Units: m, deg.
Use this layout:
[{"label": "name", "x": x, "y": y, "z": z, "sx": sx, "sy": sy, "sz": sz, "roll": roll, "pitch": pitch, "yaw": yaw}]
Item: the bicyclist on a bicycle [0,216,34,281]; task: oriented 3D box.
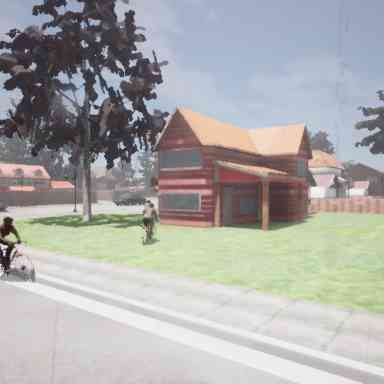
[{"label": "bicyclist on a bicycle", "x": -4.642, "y": 1.435, "z": 8.405, "sx": 1.656, "sy": 1.620, "sz": 0.582, "roll": -3, "pitch": 4, "yaw": 24}]

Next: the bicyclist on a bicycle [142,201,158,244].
[{"label": "bicyclist on a bicycle", "x": -1.748, "y": 1.311, "z": 13.874, "sx": 0.582, "sy": 1.620, "sz": 1.656, "roll": 0, "pitch": -2, "yaw": 13}]

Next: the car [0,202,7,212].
[{"label": "car", "x": -22.546, "y": 1.561, "z": 36.257, "sx": 1.994, "sy": 1.385, "sz": 4.181, "roll": 0, "pitch": 0, "yaw": 35}]

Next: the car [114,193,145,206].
[{"label": "car", "x": -10.040, "y": 1.224, "z": 54.025, "sx": 2.150, "sy": 2.045, "sz": 5.566, "roll": 0, "pitch": 0, "yaw": 35}]
